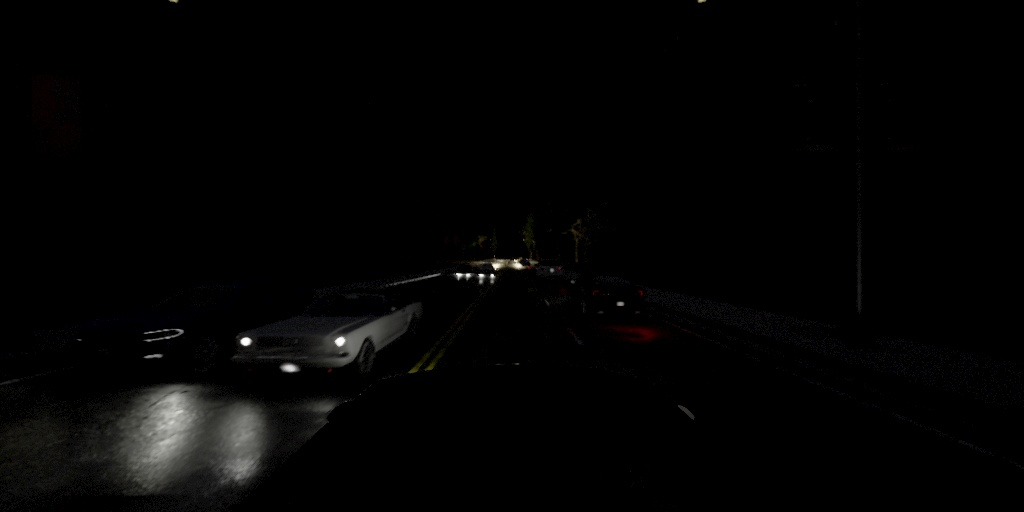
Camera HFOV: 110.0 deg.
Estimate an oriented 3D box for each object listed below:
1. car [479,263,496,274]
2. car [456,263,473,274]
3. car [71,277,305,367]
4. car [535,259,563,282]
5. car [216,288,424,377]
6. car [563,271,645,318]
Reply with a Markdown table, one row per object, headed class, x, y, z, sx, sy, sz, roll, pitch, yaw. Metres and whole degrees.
| class | x | y | z | sx | sy | sz | roll | pitch | yaw |
| --- | --- | --- | --- | --- | --- | --- | --- | --- | --- |
| car | -3.336 | 1.698 | 48.964 | 1.812 | 1.442 | 4.674 | 0 | 0 | 0 |
| car | -6.581 | 1.739 | 50.306 | 1.994 | 1.385 | 4.181 | 0 | 0 | 0 |
| car | -6.604 | 1.295 | 8.273 | 1.882 | 1.535 | 5.008 | 0 | -1 | 0 |
| car | 3.343 | 1.271 | 32.563 | 2.150 | 2.045 | 5.566 | 0 | -1 | 0 |
| car | -3.354 | 1.411 | 7.627 | 1.895 | 1.301 | 4.718 | 0 | -1 | 0 |
| car | 3.346 | 1.346 | 13.532 | 1.882 | 1.535 | 5.008 | 0 | -1 | 0 |
